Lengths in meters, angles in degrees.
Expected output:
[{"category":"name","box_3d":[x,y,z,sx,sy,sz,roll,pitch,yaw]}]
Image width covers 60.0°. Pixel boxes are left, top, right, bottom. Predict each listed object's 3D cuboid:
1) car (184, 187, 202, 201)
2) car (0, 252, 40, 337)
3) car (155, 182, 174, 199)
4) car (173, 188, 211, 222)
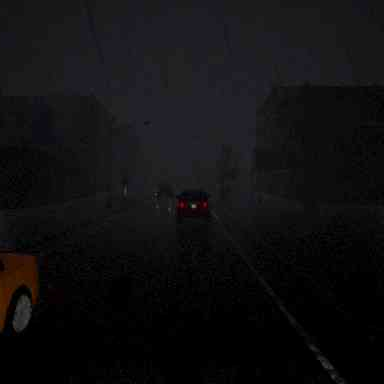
[{"category":"car","box_3d":[0.106,0.196,41.332,2.128,1.511,4.902,0,3,0]},{"category":"car","box_3d":[-3.599,1.481,3.788,1.882,1.535,5.008,0,0,0]},{"category":"car","box_3d":[-3.584,-0.249,44.622,2.150,2.045,5.566,0,3,0]},{"category":"car","box_3d":[0.105,0.844,22.808,2.150,2.045,5.566,0,2,0]}]
